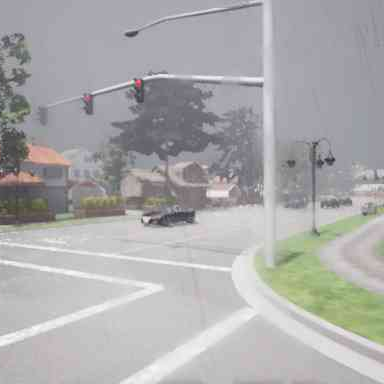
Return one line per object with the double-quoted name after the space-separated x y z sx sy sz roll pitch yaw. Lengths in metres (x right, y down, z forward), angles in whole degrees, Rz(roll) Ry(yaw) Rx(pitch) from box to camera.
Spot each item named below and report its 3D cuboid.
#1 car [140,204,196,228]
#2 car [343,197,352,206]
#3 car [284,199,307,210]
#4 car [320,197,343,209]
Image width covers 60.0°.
-1.609 1.638 23.727 2.128 1.511 4.902 -1 0 35 "car"
26.026 1.583 56.872 1.882 1.535 5.008 -1 0 35 "car"
14.654 1.696 46.875 2.033 1.411 5.357 -1 0 35 "car"
20.079 1.618 48.304 1.837 1.490 4.892 -1 0 36 "car"
